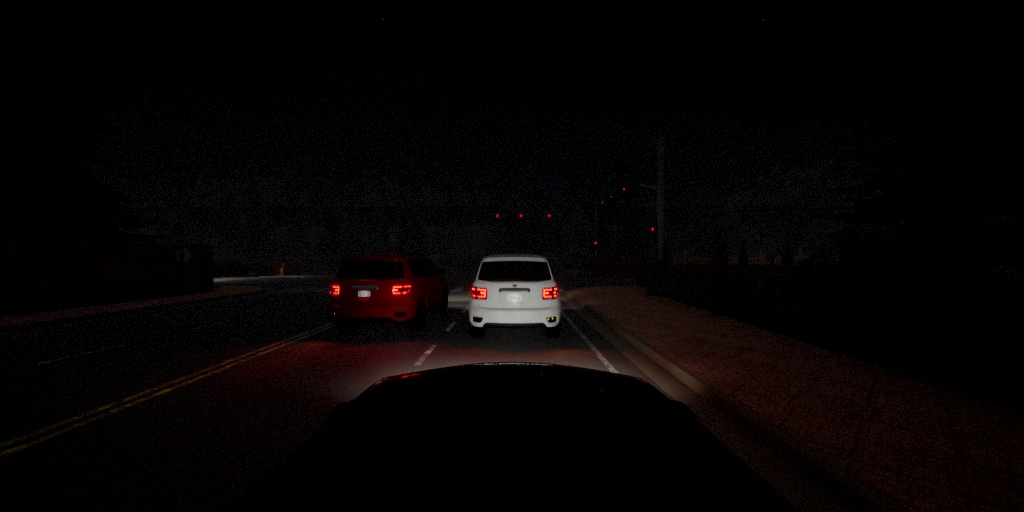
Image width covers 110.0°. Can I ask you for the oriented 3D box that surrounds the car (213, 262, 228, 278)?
[{"bbox_3d":[-28.420,1.103,31.645,4.553,1.767,2.097,0,0,0],"label":"car"}]

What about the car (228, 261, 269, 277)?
[{"bbox_3d":[-26.532,1.227,35.130,5.008,1.535,1.882,0,0,0],"label":"car"}]

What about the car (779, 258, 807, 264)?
[{"bbox_3d":[38.999,1.074,48.942,4.892,1.490,1.837,-2,0,0],"label":"car"}]

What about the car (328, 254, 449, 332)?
[{"bbox_3d":[-3.420,0.971,11.003,2.150,2.045,5.566,0,0,0],"label":"car"}]

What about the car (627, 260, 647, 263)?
[{"bbox_3d":[16.847,1.254,49.037,4.892,1.490,1.837,0,0,0],"label":"car"}]

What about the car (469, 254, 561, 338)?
[{"bbox_3d":[0.079,0.971,10.322,2.150,2.045,5.566,0,0,1],"label":"car"}]
